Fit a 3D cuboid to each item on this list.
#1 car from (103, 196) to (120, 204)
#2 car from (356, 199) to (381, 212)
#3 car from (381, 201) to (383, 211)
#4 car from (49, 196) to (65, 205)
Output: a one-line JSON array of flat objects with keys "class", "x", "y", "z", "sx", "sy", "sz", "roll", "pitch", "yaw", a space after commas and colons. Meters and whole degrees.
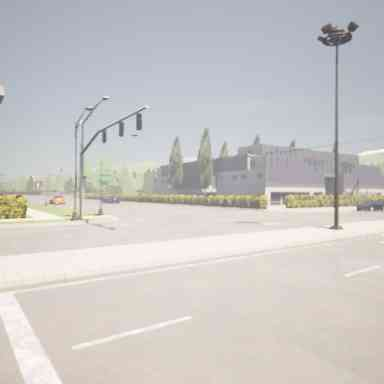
[{"class": "car", "x": -16.435, "y": 1.507, "z": 67.694, "sx": 2.097, "sy": 1.767, "sz": 4.553, "roll": 0, "pitch": 0, "yaw": -34}, {"class": "car", "x": 23.520, "y": 1.762, "z": 43.706, "sx": 4.892, "sy": 1.490, "sz": 1.837, "roll": 0, "pitch": 0, "yaw": -34}, {"class": "car", "x": 25.914, "y": 1.764, "z": 41.110, "sx": 4.892, "sy": 1.490, "sz": 1.837, "roll": 0, "pitch": 0, "yaw": -34}, {"class": "car", "x": -25.121, "y": 1.444, "z": 61.933, "sx": 2.097, "sy": 1.767, "sz": 4.553, "roll": 0, "pitch": 0, "yaw": -34}]
